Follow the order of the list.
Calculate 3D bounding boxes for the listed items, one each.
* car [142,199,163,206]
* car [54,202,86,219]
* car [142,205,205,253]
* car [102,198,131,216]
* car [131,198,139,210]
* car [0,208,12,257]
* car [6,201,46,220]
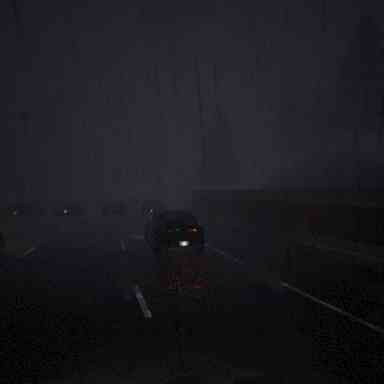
[{"bbox_3d":[-3.986,1.493,33.511,1.837,1.490,4.892,0,0,-5],"label":"car"},{"bbox_3d":[-10.591,1.558,29.149,1.994,1.385,4.181,0,0,-7],"label":"car"},{"bbox_3d":[-0.844,1.500,13.722,1.837,1.490,4.892,0,0,-14],"label":"car"},{"bbox_3d":[-7.352,1.469,32.010,1.882,1.535,5.008,0,0,-5],"label":"car"},{"bbox_3d":[-7.883,1.480,42.479,2.128,1.511,4.902,0,0,-1],"label":"car"},{"bbox_3d":[-7.072,1.477,9.754,1.882,1.535,5.008,0,0,-15],"label":"car"},{"bbox_3d":[-14.029,1.473,28.383,1.882,1.535,5.008,0,0,-7],"label":"car"}]
